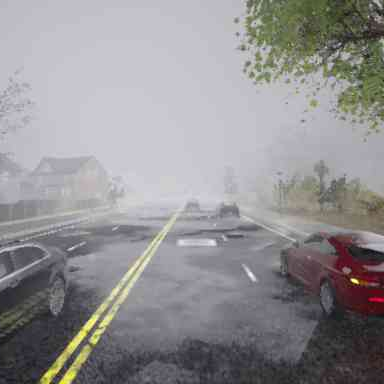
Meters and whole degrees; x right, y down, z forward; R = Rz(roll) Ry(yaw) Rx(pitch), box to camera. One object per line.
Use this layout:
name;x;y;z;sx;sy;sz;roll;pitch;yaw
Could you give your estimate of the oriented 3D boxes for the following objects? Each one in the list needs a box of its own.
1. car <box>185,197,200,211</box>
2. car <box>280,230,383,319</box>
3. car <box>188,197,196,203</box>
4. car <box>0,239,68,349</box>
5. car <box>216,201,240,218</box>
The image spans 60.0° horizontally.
car;0.100;1.656;43.695;2.128;1.511;4.902;0;0;0
car;3.350;1.558;7.336;1.812;1.442;4.674;0;0;0
car;0.015;1.855;77.530;1.895;1.301;4.718;0;0;0
car;-3.348;1.508;4.667;2.128;1.511;4.902;0;0;0
car;3.355;1.615;31.415;2.128;1.511;4.902;0;0;0
